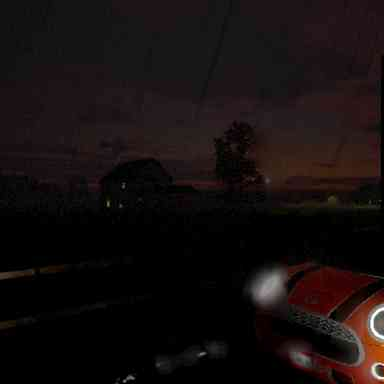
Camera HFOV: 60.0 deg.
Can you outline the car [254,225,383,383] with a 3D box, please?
[{"bbox_3d":[3.101,1.348,5.149,4.553,1.767,2.097,0,0,-35],"label":"car"}]
